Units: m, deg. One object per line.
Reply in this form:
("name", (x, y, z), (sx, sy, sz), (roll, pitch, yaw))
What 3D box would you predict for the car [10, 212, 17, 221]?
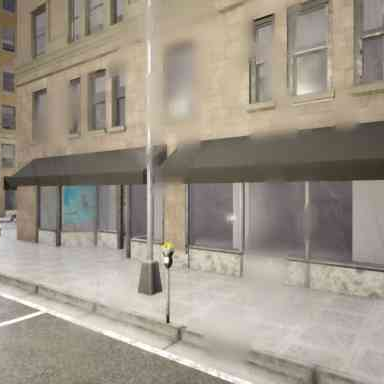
("car", (-11.204, 1.636, 26.125), (2.033, 1.411, 5.357), (0, 0, 36))
